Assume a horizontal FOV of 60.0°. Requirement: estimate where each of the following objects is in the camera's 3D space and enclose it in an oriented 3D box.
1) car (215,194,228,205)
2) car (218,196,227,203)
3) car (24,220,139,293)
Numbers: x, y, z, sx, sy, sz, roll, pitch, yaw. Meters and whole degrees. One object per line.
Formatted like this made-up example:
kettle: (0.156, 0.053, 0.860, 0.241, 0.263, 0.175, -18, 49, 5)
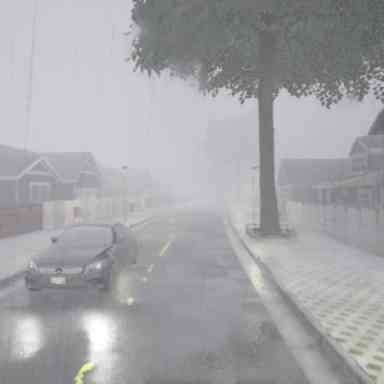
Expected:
car: (5.570, 1.443, 64.016, 2.150, 2.045, 5.566, 0, 0, 7)
car: (6.882, 1.715, 74.324, 1.837, 1.490, 4.892, 0, 0, 7)
car: (-2.645, 1.538, 9.067, 1.812, 1.442, 4.674, 0, 0, 2)
